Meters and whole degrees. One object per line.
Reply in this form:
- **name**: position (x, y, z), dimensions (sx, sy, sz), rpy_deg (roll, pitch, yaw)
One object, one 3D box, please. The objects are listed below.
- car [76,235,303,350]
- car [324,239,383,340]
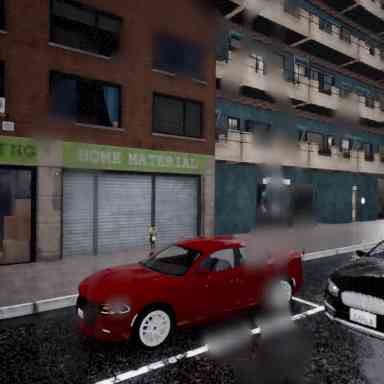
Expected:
- **car**: position (0.185, 1.545, 6.219), dimensions (4.507, 1.381, 1.887), rpy_deg (0, 1, -35)
- **car**: position (4.388, 1.493, 6.073), dimensions (4.902, 1.511, 2.128), rpy_deg (0, 0, -35)
